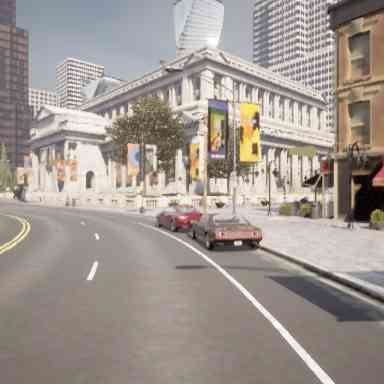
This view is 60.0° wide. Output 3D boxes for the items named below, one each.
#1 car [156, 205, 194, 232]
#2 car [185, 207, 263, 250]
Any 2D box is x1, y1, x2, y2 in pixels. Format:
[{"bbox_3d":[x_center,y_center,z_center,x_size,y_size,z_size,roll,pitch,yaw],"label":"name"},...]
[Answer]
[{"bbox_3d":[-0.699,1.467,19.440,2.002,1.452,4.674,0,0,-22],"label":"car"},{"bbox_3d":[1.195,1.541,14.031,1.895,1.301,4.718,0,0,-12],"label":"car"}]
